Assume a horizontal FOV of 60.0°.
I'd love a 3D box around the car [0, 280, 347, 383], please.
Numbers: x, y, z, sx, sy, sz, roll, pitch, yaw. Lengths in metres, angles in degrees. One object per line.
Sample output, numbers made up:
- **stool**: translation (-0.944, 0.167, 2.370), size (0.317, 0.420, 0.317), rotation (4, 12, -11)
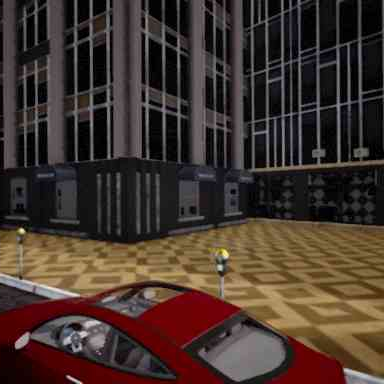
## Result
- **car**: translation (-0.651, 1.604, 3.338), size (4.206, 1.307, 1.802), rotation (-1, 0, 35)
